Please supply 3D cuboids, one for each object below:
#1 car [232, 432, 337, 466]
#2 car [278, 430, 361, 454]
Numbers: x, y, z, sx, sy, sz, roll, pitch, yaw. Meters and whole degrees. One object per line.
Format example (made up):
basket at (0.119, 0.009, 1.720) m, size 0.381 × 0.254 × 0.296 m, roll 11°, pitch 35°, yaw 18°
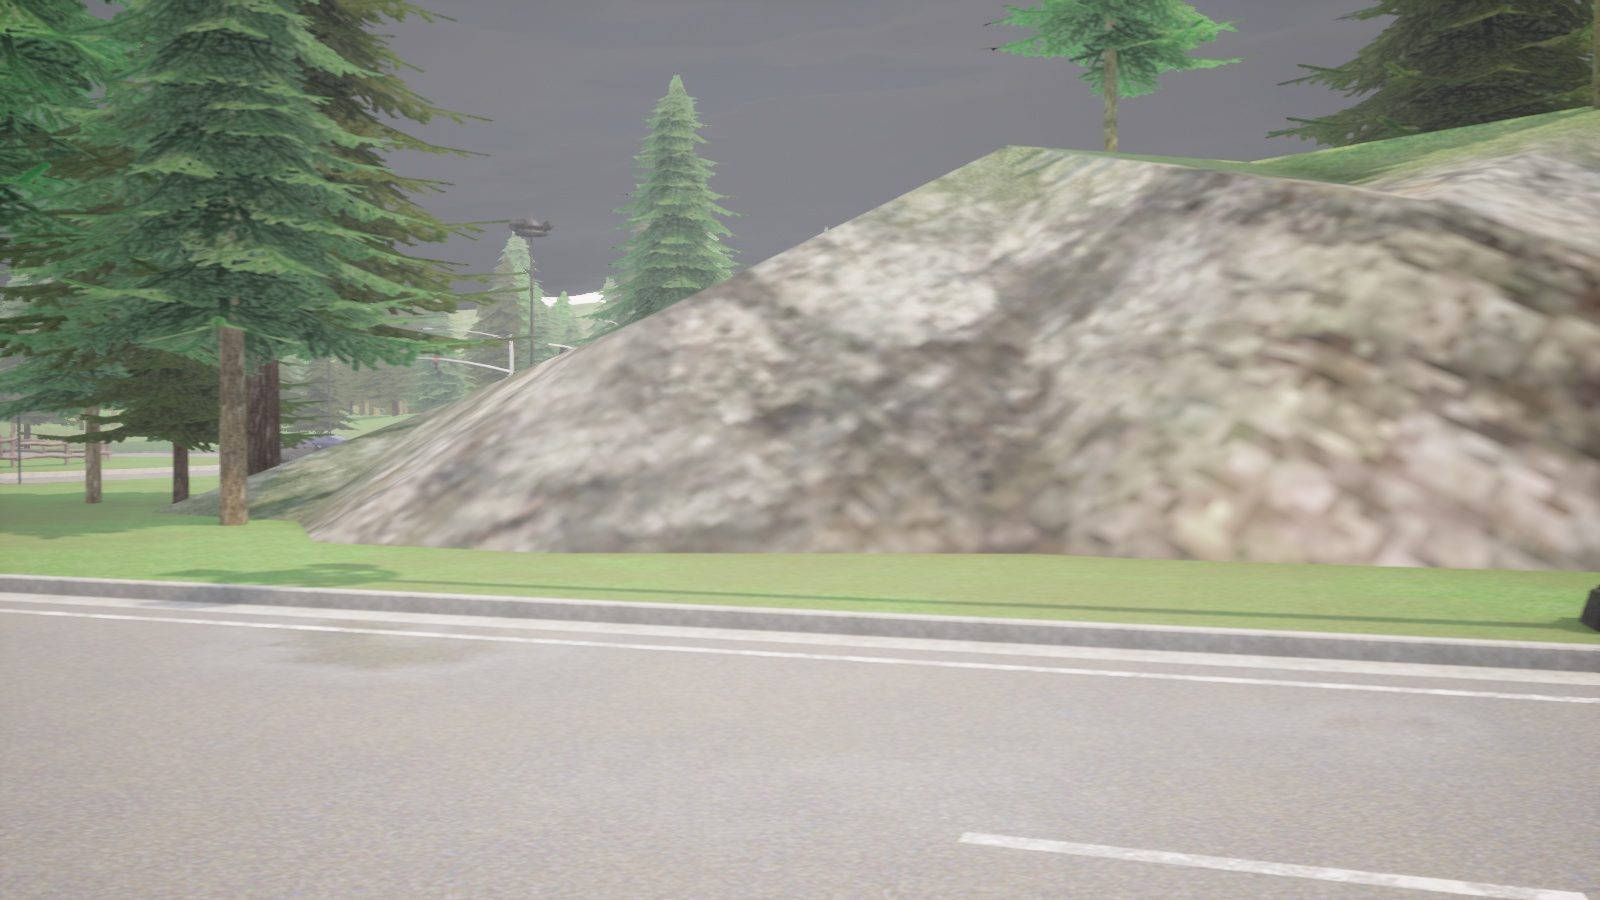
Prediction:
car at (-22.273, -0.082, 54.472) m, size 2.033 × 1.411 × 5.357 m, roll 0°, pitch 1°, yaw 4°
car at (-29.630, -0.499, 77.406) m, size 4.674 × 1.442 × 1.812 m, roll 1°, pitch 1°, yaw 19°
